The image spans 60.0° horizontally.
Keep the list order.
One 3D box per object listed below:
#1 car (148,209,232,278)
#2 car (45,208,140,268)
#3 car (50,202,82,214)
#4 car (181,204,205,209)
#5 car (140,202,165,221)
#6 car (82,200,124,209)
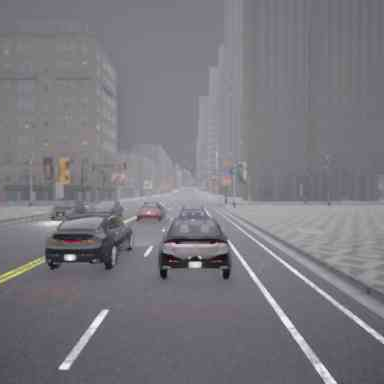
[{"bbox_3d":[0.082,1.458,9.988,2.128,1.511,4.902,0,0,0],"label":"car"},{"bbox_3d":[-3.165,1.470,11.086,1.837,1.490,4.892,0,0,0],"label":"car"},{"bbox_3d":[-9.838,1.495,26.844,1.994,1.385,4.181,0,0,0],"label":"car"},{"bbox_3d":[0.085,1.535,25.167,1.895,1.301,4.718,0,0,0],"label":"car"},{"bbox_3d":[-3.161,1.495,26.506,1.994,1.385,4.181,0,0,0],"label":"car"},{"bbox_3d":[-6.590,1.411,25.792,1.882,1.535,5.008,0,0,0],"label":"car"}]
